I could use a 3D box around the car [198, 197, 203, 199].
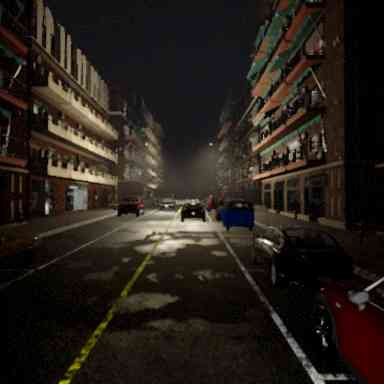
[{"bbox_3d":[0.094,1.612,42.553,1.895,1.301,4.718,0,0,0],"label":"car"}]

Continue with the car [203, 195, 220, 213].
[{"bbox_3d":[2.698,1.324,37.267,2.192,1.841,5.009,1,0,0],"label":"car"}]

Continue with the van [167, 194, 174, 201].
[{"bbox_3d":[-5.691,1.378,88.261,1.690,1.788,3.998,1,0,0],"label":"van"}]

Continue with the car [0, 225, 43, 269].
[{"bbox_3d":[-5.680,1.526,8.828,1.752,1.417,4.829,1,0,0],"label":"car"}]

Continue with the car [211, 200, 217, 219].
[{"bbox_3d":[2.696,1.587,25.944,1.802,1.307,4.206,1,0,0],"label":"car"}]

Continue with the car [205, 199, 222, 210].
[{"bbox_3d":[2.694,1.577,42.930,1.947,1.339,4.313,1,0,0],"label":"car"}]

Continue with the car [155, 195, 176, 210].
[{"bbox_3d":[-3.008,1.509,41.792,2.128,1.511,4.902,0,0,0],"label":"car"}]

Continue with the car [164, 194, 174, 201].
[{"bbox_3d":[-5.690,1.348,82.600,2.192,1.841,5.009,1,0,0],"label":"car"}]

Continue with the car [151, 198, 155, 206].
[{"bbox_3d":[-5.688,1.567,54.290,2.008,1.369,4.403,1,0,0],"label":"car"}]

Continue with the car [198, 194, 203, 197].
[{"bbox_3d":[2.688,1.558,82.733,1.752,1.417,4.829,1,0,0],"label":"car"}]

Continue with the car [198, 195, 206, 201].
[{"bbox_3d":[2.689,1.582,88.223,1.887,1.381,4.507,1,0,0],"label":"car"}]

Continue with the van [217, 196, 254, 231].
[{"bbox_3d":[2.701,1.344,20.283,1.690,1.788,3.998,1,0,0],"label":"van"}]

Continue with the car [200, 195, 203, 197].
[{"bbox_3d":[2.692,1.567,54.253,2.008,1.369,4.403,1,0,0],"label":"car"}]

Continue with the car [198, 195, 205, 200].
[{"bbox_3d":[2.692,1.607,93.886,1.947,1.339,4.313,1,0,0],"label":"car"}]

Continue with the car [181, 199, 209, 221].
[{"bbox_3d":[0.096,1.569,27.256,1.994,1.385,4.181,0,0,0],"label":"car"}]

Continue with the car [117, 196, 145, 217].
[{"bbox_3d":[-5.681,1.322,31.645,2.192,1.841,5.009,1,0,0],"label":"car"}]

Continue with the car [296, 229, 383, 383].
[{"bbox_3d":[2.703,1.440,3.297,1.967,1.590,4.097,1,0,0],"label":"car"}]

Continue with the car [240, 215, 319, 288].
[{"bbox_3d":[2.700,1.551,8.959,2.008,1.369,4.403,1,0,0],"label":"car"}]
